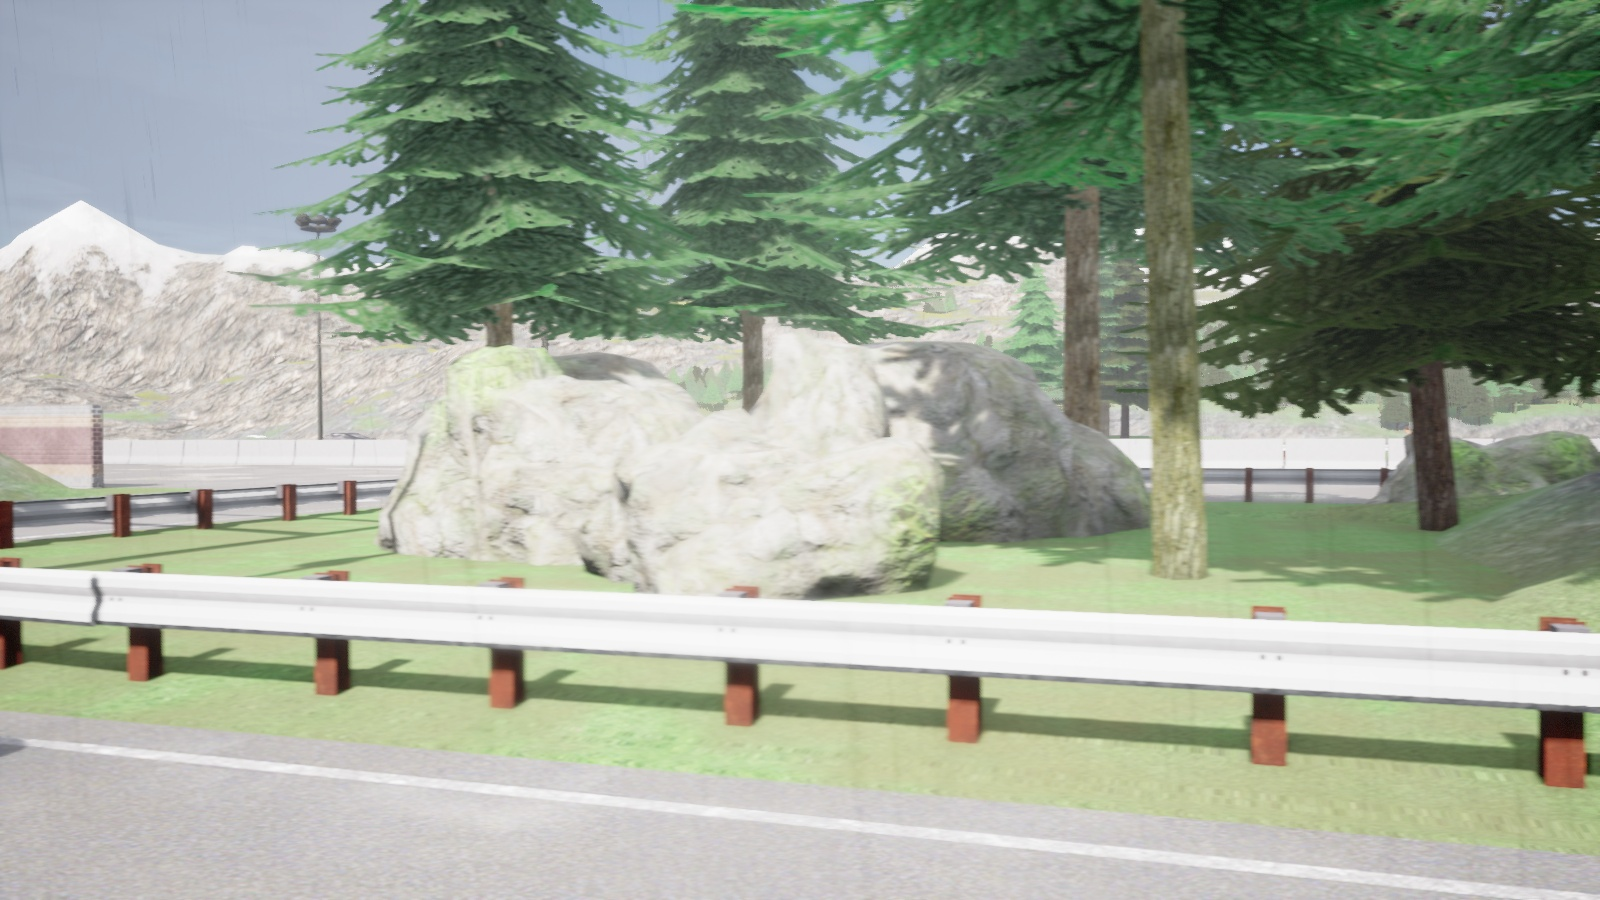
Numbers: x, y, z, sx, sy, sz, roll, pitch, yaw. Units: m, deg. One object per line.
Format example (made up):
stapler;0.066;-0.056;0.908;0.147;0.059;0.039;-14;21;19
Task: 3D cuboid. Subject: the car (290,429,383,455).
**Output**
car;-27.153;-0.494;73.582;4.902;1.511;2.128;1;1;18
